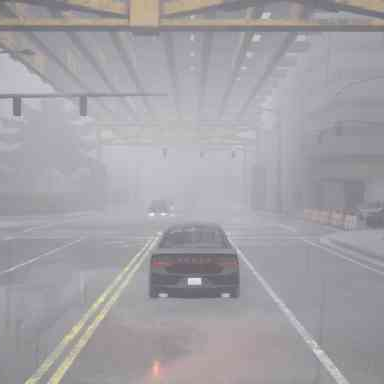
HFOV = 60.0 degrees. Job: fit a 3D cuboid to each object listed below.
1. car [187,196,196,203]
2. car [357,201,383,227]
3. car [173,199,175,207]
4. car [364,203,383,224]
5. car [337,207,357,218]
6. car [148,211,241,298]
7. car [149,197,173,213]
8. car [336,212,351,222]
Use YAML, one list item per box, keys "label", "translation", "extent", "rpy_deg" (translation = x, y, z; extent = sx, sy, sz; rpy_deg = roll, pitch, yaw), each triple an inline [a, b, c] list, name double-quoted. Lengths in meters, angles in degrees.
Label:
- label: "car"
  translation: [-0.063, 1.491, 66.351]
  extent: [2.128, 1.511, 4.902]
  rpy_deg: [0, 0, 0]
- label: "car"
  translation: [13.212, 1.453, 20.852]
  extent: [4.974, 1.542, 2.038]
  rpy_deg: [0, 0, -20]
- label: "car"
  translation: [-3.705, 1.527, 51.823]
  extent: [1.812, 1.442, 4.674]
  rpy_deg: [0, 1, 0]
- label: "car"
  translation: [13.260, 1.295, 20.870]
  extent: [4.536, 1.218, 1.853]
  rpy_deg: [0, 0, -20]
- label: "car"
  translation: [13.575, 1.295, 24.990]
  extent: [4.536, 1.218, 1.853]
  rpy_deg: [0, 0, 25]
- label: "car"
  translation: [0.052, 1.478, 8.544]
  extent: [1.882, 1.535, 5.008]
  rpy_deg: [0, 0, 0]
- label: "car"
  translation: [-3.694, 1.547, 38.079]
  extent: [2.033, 1.411, 5.357]
  rpy_deg: [0, 0, 0]
- label: "car"
  translation: [13.528, 1.453, 25.011]
  extent: [4.974, 1.542, 2.038]
  rpy_deg: [0, 0, 25]
